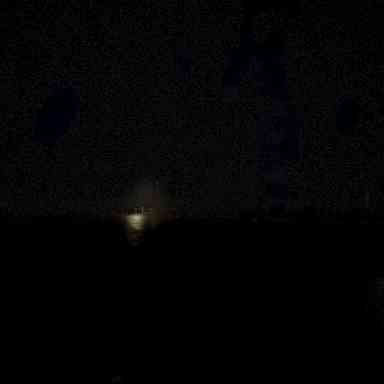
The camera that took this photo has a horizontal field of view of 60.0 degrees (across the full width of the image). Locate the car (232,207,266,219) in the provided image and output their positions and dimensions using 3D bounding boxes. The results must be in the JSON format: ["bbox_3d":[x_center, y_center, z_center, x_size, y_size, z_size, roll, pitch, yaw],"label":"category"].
[{"bbox_3d":[7.290,2.695,42.932,1.837,1.490,4.892,2,-3,-35],"label":"car"}]

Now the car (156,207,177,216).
[{"bbox_3d":[-4.595,3.442,59.788,1.882,1.535,5.008,2,-3,-35],"label":"car"}]
